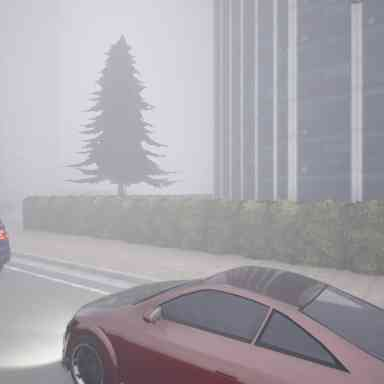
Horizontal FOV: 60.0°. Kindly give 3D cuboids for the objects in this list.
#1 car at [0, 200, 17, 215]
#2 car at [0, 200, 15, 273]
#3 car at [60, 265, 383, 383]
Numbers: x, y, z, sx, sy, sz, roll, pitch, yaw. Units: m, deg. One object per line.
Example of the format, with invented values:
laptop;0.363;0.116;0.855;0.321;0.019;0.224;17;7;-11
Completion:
car;-20.375;1.560;33.237;1.837;1.490;4.892;0;0;35
car;-7.160;1.221;9.062;5.566;2.045;2.150;0;0;35
car;0.451;1.564;3.671;4.181;1.385;1.994;0;0;35
